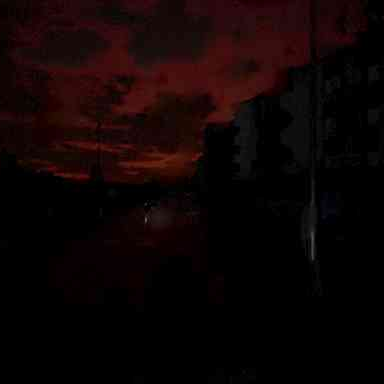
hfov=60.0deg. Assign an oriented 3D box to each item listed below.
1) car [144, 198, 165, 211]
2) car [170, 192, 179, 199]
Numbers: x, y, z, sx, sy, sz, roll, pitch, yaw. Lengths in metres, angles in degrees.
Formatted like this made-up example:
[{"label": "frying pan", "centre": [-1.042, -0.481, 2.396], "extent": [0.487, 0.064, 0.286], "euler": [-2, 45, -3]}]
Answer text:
[{"label": "car", "centre": [-4.098, 1.361, 36.569], "extent": [1.895, 1.301, 4.718], "euler": [0, 0, 0]}, {"label": "car", "centre": [-4.002, 0.839, 77.921], "extent": [2.128, 1.511, 4.902], "euler": [0, 0, 0]}]
